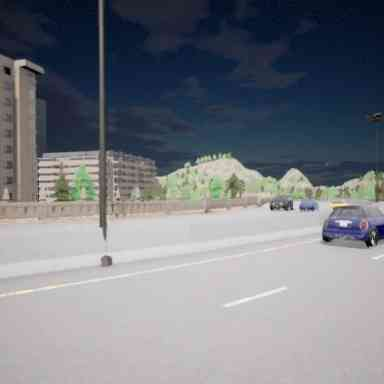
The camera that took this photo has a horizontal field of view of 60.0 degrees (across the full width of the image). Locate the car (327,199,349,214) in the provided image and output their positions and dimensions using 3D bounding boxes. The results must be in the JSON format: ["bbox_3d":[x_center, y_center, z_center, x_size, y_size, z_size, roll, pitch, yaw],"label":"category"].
[{"bbox_3d":[17.530,1.677,39.811,1.882,1.535,5.008,0,0,29],"label":"car"}]

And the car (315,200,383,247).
[{"bbox_3d":[7.950,1.414,15.619,4.553,1.767,2.097,0,0,-45],"label":"car"}]

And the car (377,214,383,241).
[{"bbox_3d":[8.185,1.531,10.938,4.902,1.511,2.128,0,0,-43],"label":"car"}]

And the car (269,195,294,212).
[{"bbox_3d":[11.991,1.472,44.171,2.150,2.045,5.566,0,-1,29],"label":"car"}]

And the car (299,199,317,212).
[{"bbox_3d":[14.994,1.704,42.433,1.882,1.535,5.008,0,-1,29],"label":"car"}]
